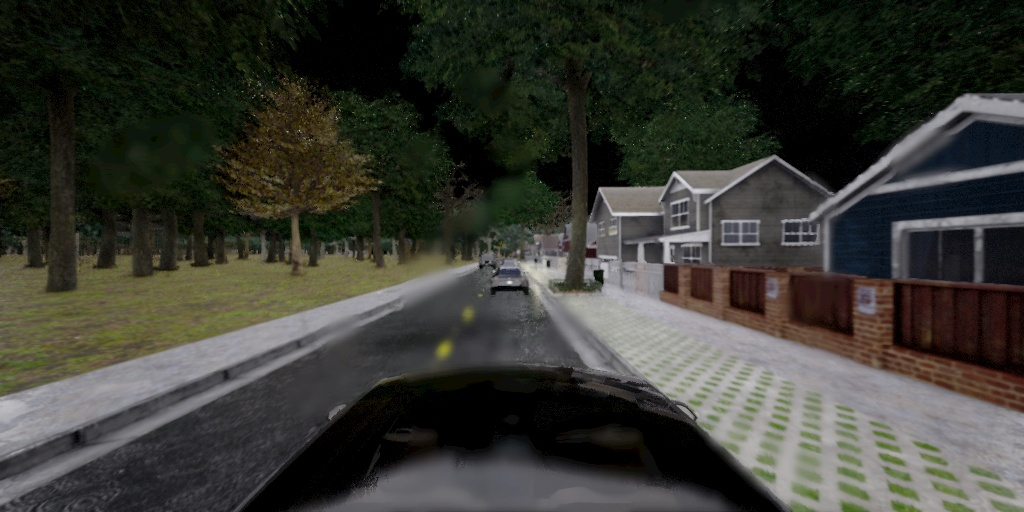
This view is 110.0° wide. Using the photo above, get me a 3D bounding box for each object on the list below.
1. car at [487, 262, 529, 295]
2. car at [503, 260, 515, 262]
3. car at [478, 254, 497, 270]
[{"bbox_3d":[-0.112,1.218,19.201,1.994,1.385,4.181,0,0,0],"label":"car"},{"bbox_3d":[-0.279,1.098,37.953,1.994,1.385,4.181,0,0,0],"label":"car"},{"bbox_3d":[-3.205,0.705,47.846,2.150,2.045,5.566,0,0,-1],"label":"car"}]
